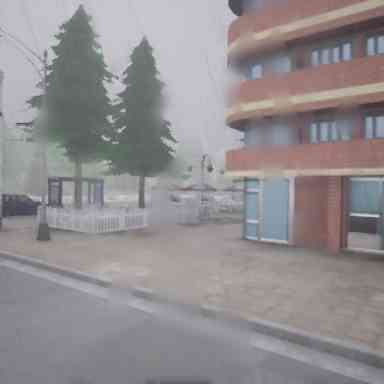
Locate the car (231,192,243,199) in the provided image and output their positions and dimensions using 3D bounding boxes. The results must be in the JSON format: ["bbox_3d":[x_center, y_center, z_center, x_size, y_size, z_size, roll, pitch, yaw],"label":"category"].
[{"bbox_3d":[9.308,0.651,59.475,5.008,1.535,1.882,1,1,-23],"label":"car"}]

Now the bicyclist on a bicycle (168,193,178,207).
[{"bbox_3d":[-1.772,0.945,29.227,1.656,1.620,0.582,1,0,37],"label":"bicyclist on a bicycle"}]

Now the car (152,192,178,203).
[{"bbox_3d":[-3.947,0.764,50.495,4.553,1.767,2.097,0,1,-42],"label":"car"}]

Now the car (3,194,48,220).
[{"bbox_3d":[-12.146,0.902,23.176,2.097,1.767,4.553,1,1,33],"label":"car"}]

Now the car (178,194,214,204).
[{"bbox_3d":[1.093,1.033,50.413,5.357,1.411,2.033,0,1,-38],"label":"car"}]
